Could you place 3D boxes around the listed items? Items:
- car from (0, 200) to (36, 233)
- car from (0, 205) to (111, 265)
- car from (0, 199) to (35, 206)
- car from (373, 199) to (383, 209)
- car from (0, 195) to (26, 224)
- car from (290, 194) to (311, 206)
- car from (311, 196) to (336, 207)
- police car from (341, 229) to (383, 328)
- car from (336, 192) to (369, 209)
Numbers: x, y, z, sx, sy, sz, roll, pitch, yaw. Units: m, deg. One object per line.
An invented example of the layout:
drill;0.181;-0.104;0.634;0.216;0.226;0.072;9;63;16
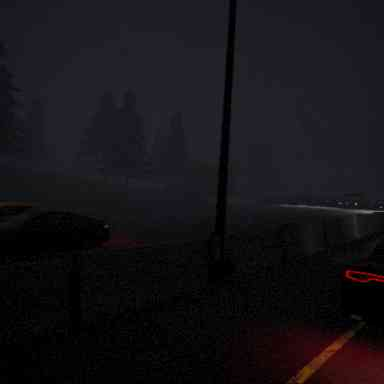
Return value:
car;-9.738;1.142;15.332;1.994;1.385;4.181;2;1;43
car;-4.788;1.275;10.381;1.812;1.442;4.674;2;1;43
car;-7.292;1.141;12.824;1.882;1.535;5.008;2;1;43
car;23.473;1.476;40.263;1.895;1.301;4.718;2;1;43
car;-11.996;0.985;18.034;2.128;1.511;4.902;2;1;43
car;15.836;1.121;47.453;1.837;1.490;4.892;2;1;44
car;18.357;1.229;45.028;1.812;1.442;4.674;2;1;44
police car;4.616;1.421;6.430;1.930;1.638;5.238;2;1;43
car;20.901;1.010;42.620;2.150;2.045;5.566;2;1;43
